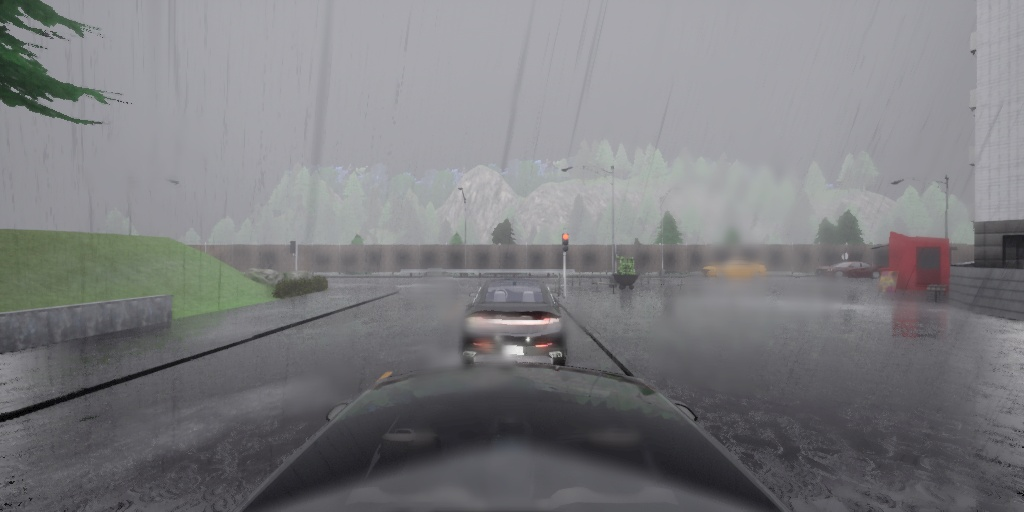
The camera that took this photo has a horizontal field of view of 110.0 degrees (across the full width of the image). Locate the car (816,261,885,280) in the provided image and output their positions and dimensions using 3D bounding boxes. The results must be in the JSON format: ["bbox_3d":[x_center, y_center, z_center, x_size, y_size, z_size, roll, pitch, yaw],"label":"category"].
[{"bbox_3d":[29.399,1.228,31.223,5.008,1.535,1.882,0,0,0],"label":"car"}]

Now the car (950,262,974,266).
[{"bbox_3d":[39.799,1.255,31.204,4.892,1.490,1.837,0,0,0],"label":"car"}]

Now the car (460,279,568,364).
[{"bbox_3d":[0.053,1.241,7.923,2.128,1.511,4.902,0,0,0],"label":"car"}]

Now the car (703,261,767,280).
[{"bbox_3d":[19.350,1.228,31.221,5.008,1.535,1.882,0,0,0],"label":"car"}]

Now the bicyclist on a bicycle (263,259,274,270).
[{"bbox_3d":[-24.027,1.099,35.400,0.582,1.620,1.656,0,0,0],"label":"bicyclist on a bicycle"}]
